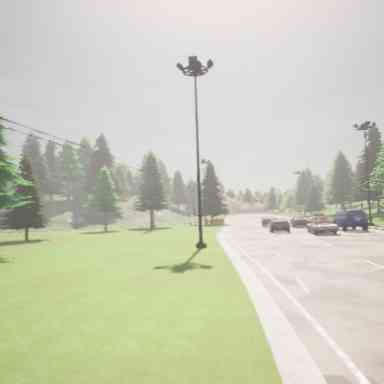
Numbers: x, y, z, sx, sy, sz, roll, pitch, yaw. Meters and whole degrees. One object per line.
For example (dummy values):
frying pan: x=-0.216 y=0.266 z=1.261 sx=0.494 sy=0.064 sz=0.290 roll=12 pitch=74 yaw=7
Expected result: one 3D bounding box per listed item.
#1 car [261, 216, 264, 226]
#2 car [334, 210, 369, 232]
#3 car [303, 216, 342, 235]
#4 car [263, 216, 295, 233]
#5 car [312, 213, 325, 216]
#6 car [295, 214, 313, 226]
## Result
car: x=11.131 y=4.221 z=48.803 sx=2.128 sy=1.511 sz=4.902 roll=-2 pitch=-3 yaw=9
car: x=15.856 y=2.854 z=33.563 sx=2.150 sy=2.045 sz=5.566 roll=-2 pitch=-4 yaw=8
car: x=11.813 y=3.178 z=30.429 sx=1.895 sy=1.301 sz=4.718 roll=-2 pitch=-4 yaw=9
car: x=8.912 y=3.405 z=34.371 sx=2.128 sy=1.511 sz=4.902 roll=-2 pitch=-4 yaw=9
car: x=18.129 y=3.820 z=48.331 sx=2.097 sy=1.767 sz=4.553 roll=-2 pitch=-4 yaw=9
car: x=13.739 y=3.839 z=43.087 sx=2.033 sy=1.411 sz=5.357 roll=-2 pitch=-4 yaw=9
